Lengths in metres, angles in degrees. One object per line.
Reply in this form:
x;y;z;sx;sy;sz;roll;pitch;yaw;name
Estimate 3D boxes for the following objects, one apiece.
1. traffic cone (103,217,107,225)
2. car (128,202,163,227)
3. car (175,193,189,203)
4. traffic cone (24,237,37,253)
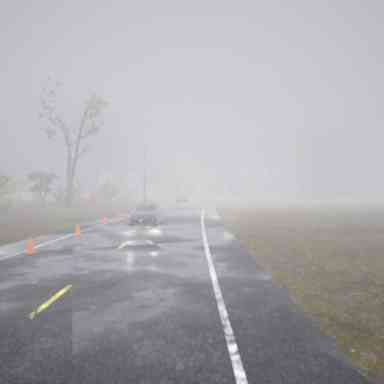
-5.929;1.965;22.567;0.340;0.580;0.340;0;0;1;traffic cone
-3.061;1.501;22.628;1.837;1.490;4.892;0;0;1;car
-1.932;1.241;67.556;2.150;2.045;5.566;0;0;5;car
-6.070;1.972;12.517;0.340;0.580;0.340;0;0;0;traffic cone
